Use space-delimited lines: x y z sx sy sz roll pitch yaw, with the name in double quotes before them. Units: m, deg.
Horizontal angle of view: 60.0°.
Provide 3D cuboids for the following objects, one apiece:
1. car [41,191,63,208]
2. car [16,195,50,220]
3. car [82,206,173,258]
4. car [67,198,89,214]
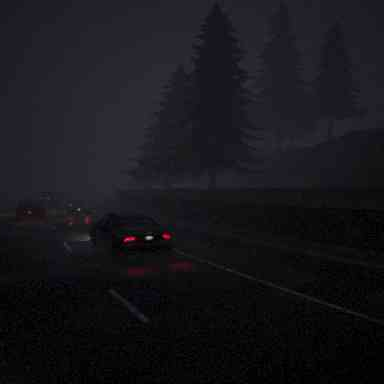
"car" -17.153 0.875 40.694 2.150 2.045 5.566 1 0 -15
"car" -12.266 1.244 25.600 1.882 1.535 5.008 1 0 -22
"car" -2.531 1.472 12.645 2.033 1.411 5.357 1 0 -28
"car" -10.652 1.288 31.218 1.812 1.442 4.674 0 0 -20
